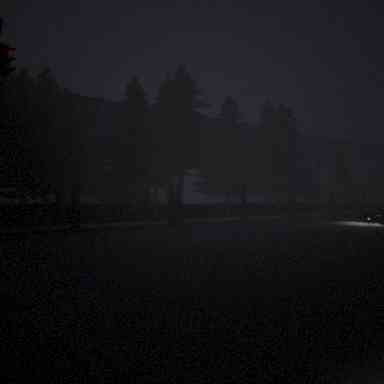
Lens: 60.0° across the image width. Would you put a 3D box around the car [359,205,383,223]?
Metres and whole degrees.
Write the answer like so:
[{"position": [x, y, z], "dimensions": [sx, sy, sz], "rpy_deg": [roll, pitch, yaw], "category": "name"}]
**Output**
[{"position": [16.615, 1.839, 28.722], "dimensions": [5.357, 1.411, 2.033], "rpy_deg": [1, 0, -36], "category": "car"}]
